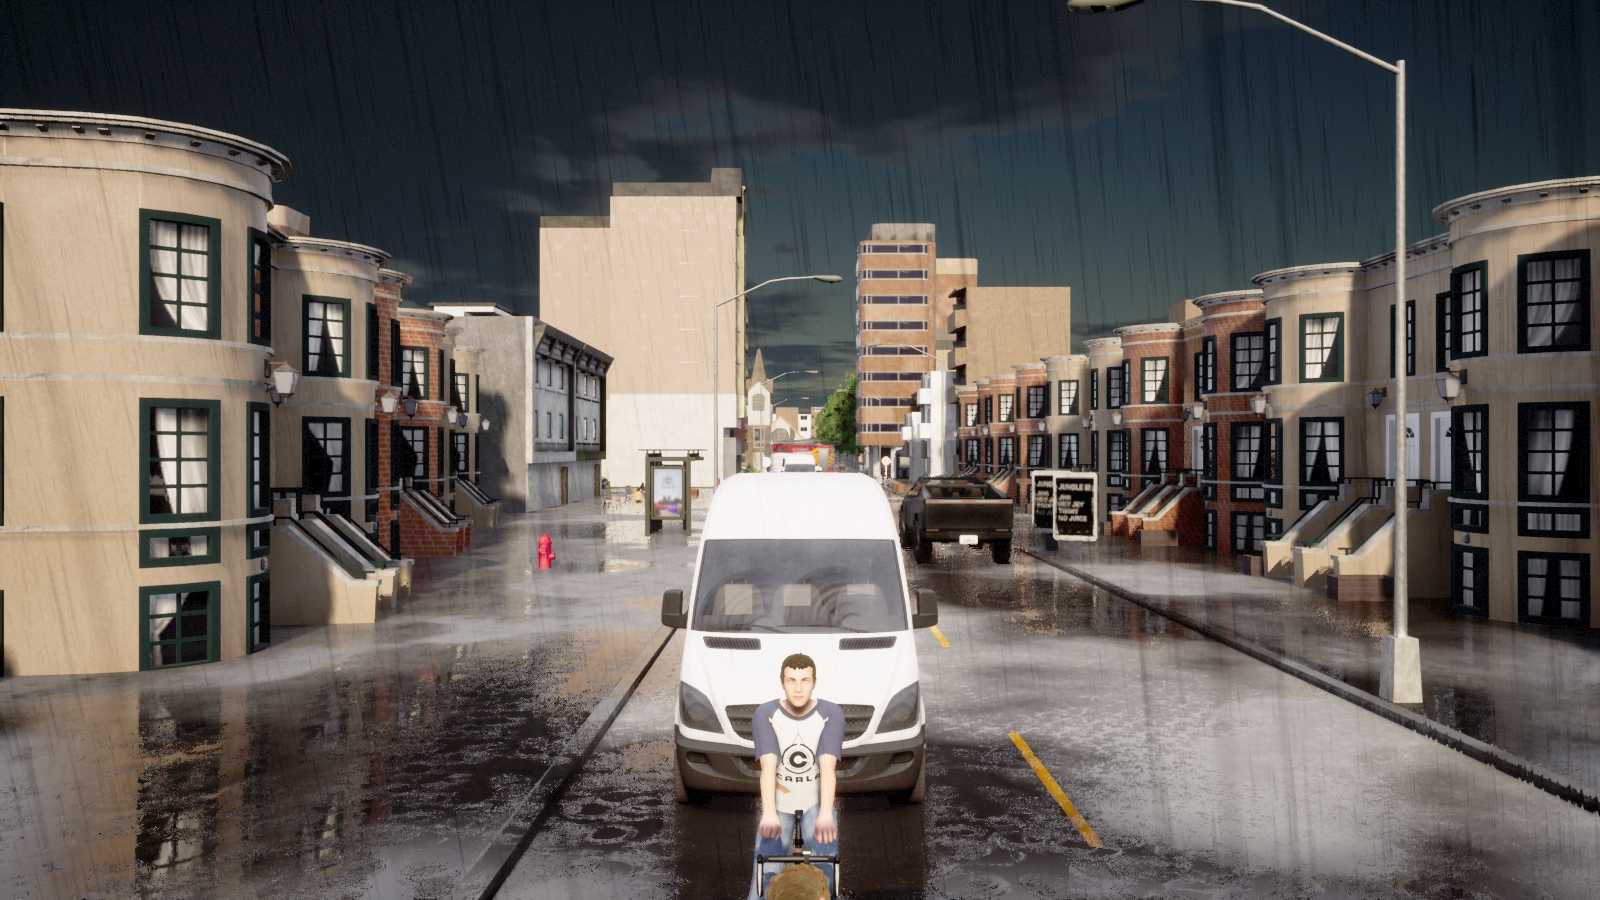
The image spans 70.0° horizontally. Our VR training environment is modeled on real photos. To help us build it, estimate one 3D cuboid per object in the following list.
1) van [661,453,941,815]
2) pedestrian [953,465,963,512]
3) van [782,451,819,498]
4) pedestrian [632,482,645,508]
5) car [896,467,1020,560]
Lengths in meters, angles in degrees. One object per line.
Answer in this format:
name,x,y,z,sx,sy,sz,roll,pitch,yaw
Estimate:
van,0.003,1.319,11.084,1.988,2.561,5.915,0,0,0
pedestrian,6.341,1.543,45.813,0.375,1.860,0.375,0,0,13
van,0.010,1.340,64.714,1.988,2.561,5.915,0,0,0
pedestrian,-6.984,1.928,49.474,0.500,1.100,0.500,0,0,2
car,4.001,1.546,30.167,2.390,2.098,6.274,0,0,0
